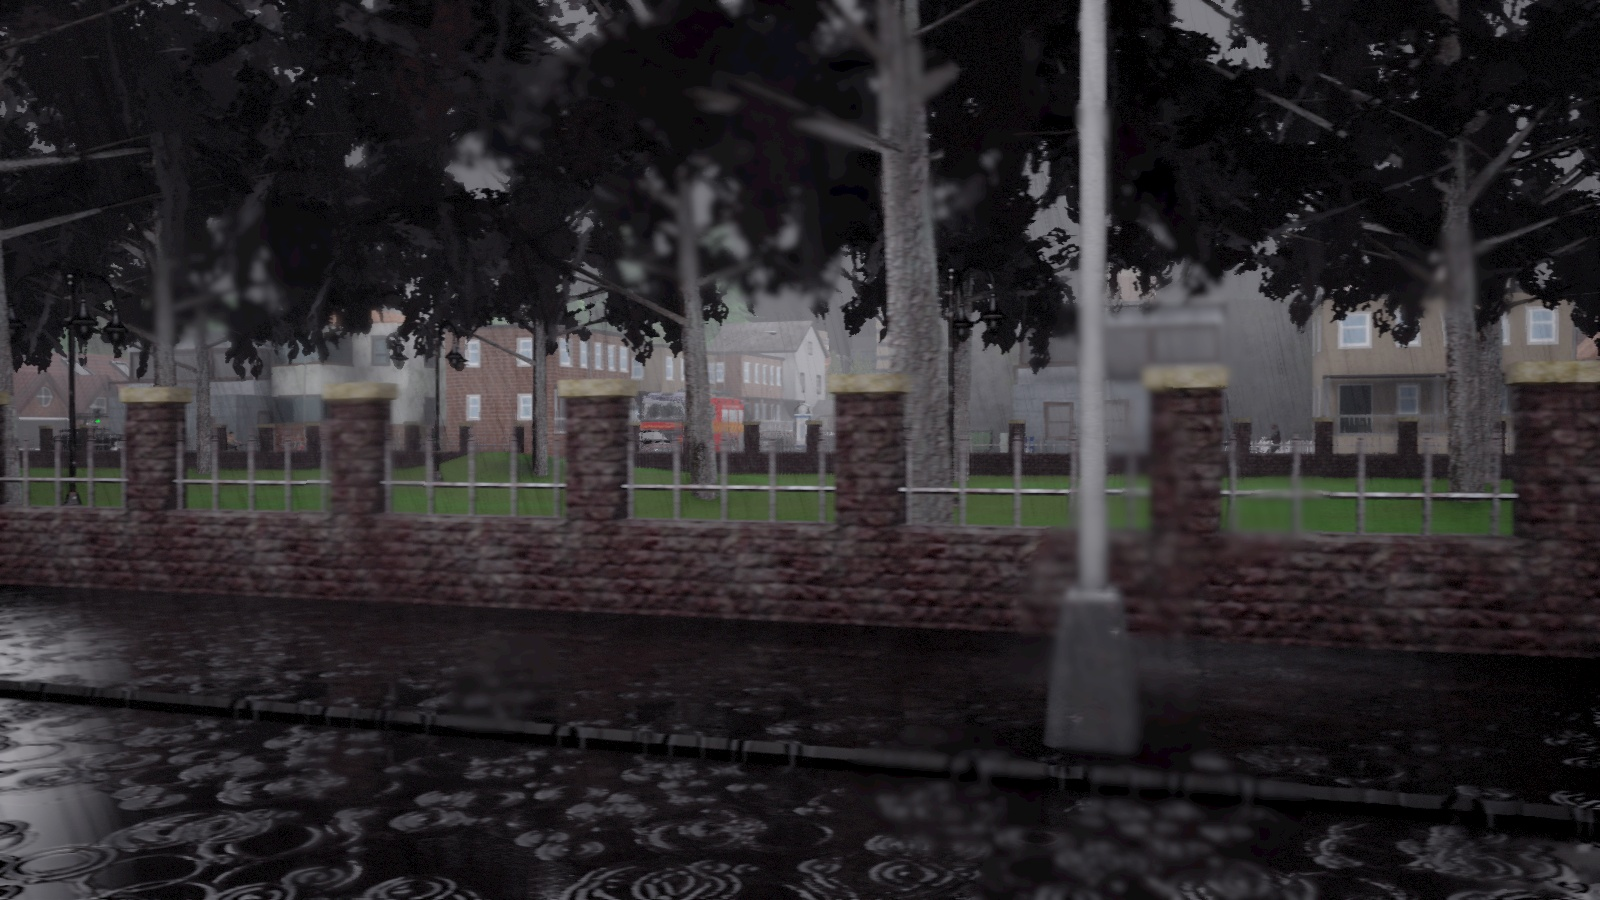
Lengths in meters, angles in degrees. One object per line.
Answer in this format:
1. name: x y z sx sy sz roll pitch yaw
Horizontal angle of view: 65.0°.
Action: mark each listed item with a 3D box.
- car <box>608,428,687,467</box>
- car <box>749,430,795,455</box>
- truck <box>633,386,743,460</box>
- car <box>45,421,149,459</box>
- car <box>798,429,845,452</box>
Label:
1. car: -6.833 -0.163 55.816 2.033 1.649 4.856 -1 1 -25
2. car: -1.794 -0.512 81.859 1.789 1.549 3.705 1 1 19
3. truck: -6.026 -1.471 69.345 2.891 3.827 8.468 1 1 19
4. car: -35.534 -0.507 63.477 4.605 1.855 1.932 0 1 17
5. car: 1.633 -0.710 91.964 2.033 1.649 4.856 1 1 19
